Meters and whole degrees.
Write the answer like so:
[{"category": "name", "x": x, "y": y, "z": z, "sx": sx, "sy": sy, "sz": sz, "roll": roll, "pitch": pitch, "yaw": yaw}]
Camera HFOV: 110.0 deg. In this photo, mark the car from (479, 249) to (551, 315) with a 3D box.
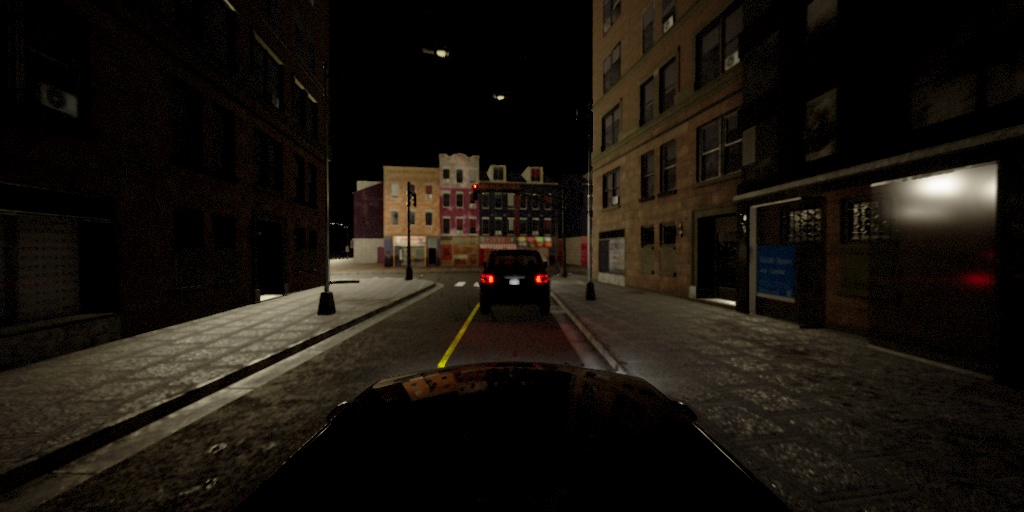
[{"category": "car", "x": 0.117, "y": 0.771, "z": 12.705, "sx": 2.150, "sy": 2.045, "sz": 5.566, "roll": 0, "pitch": 1, "yaw": 1}]
